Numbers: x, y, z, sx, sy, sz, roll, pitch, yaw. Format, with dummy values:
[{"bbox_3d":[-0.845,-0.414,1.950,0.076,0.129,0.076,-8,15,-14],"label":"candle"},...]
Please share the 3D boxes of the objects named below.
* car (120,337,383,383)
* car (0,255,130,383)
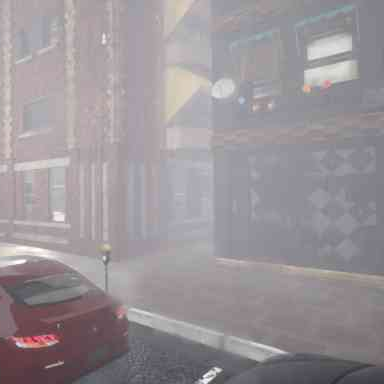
[{"bbox_3d":[1.909,1.566,1.487,4.313,1.339,1.947,0,-1,35],"label":"car"},{"bbox_3d":[-2.703,1.583,4.762,4.206,1.307,1.802,0,-1,35],"label":"car"}]
